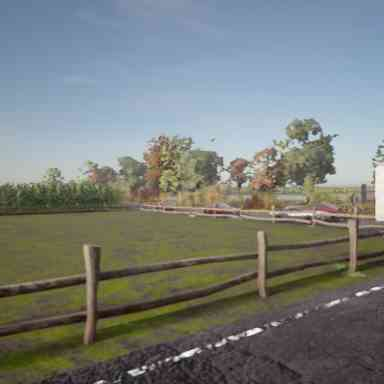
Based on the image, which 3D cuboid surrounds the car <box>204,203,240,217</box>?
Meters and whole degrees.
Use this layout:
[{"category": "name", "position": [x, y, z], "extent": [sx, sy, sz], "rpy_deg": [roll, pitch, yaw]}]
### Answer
[{"category": "car", "position": [3.094, 1.864, 35.650], "extent": [1.812, 1.442, 4.674], "rpy_deg": [-1, 0, -34]}]

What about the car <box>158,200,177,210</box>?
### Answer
[{"category": "car", "position": [-4.214, 2.069, 55.616], "extent": [2.128, 1.511, 4.902], "rpy_deg": [-1, 0, -17]}]

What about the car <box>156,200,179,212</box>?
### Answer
[{"category": "car", "position": [-3.480, 1.979, 46.405], "extent": [1.882, 1.535, 5.008], "rpy_deg": [-1, -1, -26]}]

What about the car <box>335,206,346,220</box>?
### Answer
[{"category": "car", "position": [11.088, 1.701, 29.291], "extent": [1.812, 1.442, 4.674], "rpy_deg": [-1, 0, -35]}]

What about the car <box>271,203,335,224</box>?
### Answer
[{"category": "car", "position": [8.854, 1.800, 27.333], "extent": [1.895, 1.301, 4.718], "rpy_deg": [-1, 0, -35]}]
